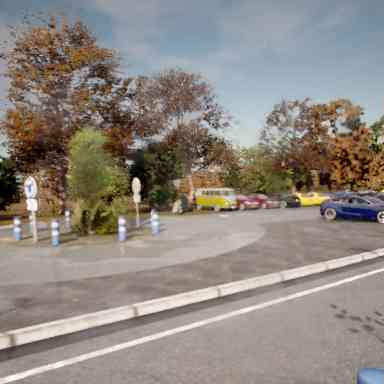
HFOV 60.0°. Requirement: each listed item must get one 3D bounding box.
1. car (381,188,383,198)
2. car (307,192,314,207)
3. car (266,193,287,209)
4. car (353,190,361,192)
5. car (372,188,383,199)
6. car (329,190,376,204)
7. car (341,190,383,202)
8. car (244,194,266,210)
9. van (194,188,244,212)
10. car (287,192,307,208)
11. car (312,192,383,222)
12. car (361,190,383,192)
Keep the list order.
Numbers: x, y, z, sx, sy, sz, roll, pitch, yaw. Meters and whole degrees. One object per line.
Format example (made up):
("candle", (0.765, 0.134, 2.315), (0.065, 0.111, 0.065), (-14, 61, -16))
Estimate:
("car", (31.656, 0.078, 50.190), (2.097, 1.535, 5.008), (-3, 2, -35))
("car", (11.100, 0.798, 36.025), (1.946, 1.575, 5.366), (-1, 1, -35))
("car", (6.531, 0.897, 32.605), (2.002, 1.452, 4.674), (0, 0, -35))
("car", (17.961, 0.645, 40.594), (2.097, 1.535, 5.008), (-2, 1, -35))
("car", (29.482, 0.191, 48.436), (1.946, 1.575, 5.366), (-3, 2, -35))
("car", (20.246, 0.573, 42.193), (2.097, 1.535, 5.008), (-2, 1, -35))
("car", (22.637, 0.488, 43.864), (2.231, 1.521, 4.892), (-2, 1, -35))
("car", (4.250, 0.912, 31.008), (2.002, 1.452, 4.674), (0, 0, -35))
("van", (2.132, 0.663, 29.369), (1.878, 1.987, 4.442), (-1, 1, -35))
("car", (8.902, 0.863, 34.296), (2.163, 1.488, 4.792), (-1, 0, -35))
("car", (9.645, 0.925, 18.780), (2.163, 1.488, 4.792), (0, 0, -35))
("car", (14.173, 0.739, 22.023), (2.185, 1.767, 4.553), (-1, 0, -35))
